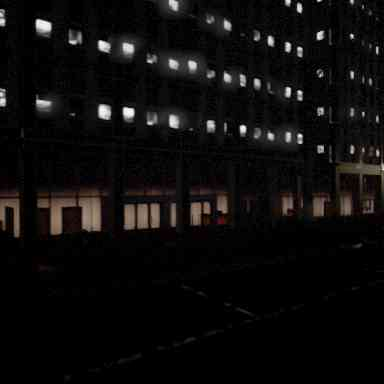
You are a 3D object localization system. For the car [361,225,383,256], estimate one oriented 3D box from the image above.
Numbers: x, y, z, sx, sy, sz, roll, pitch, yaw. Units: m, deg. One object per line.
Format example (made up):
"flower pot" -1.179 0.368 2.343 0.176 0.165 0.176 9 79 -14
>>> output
"car" 7.939 1.638 12.243 4.206 1.307 1.802 0 -1 -36
